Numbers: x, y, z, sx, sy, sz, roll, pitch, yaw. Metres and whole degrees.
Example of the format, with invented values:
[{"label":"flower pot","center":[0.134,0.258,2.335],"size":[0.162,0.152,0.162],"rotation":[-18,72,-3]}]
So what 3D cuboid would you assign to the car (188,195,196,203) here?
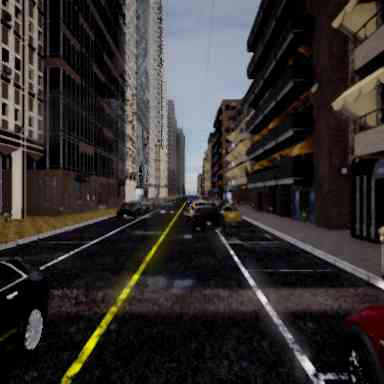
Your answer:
[{"label":"car","center":[0.017,1.560,75.485],"size":[1.882,1.535,5.008],"rotation":[0,0,0]}]

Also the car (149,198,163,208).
[{"label":"car","center":[-5.679,1.660,52.958],"size":[1.752,1.417,4.829],"rotation":[0,0,0]}]

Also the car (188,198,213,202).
[{"label":"car","center":[0.794,1.549,29.949],"size":[1.882,1.535,5.008],"rotation":[0,0,0]}]

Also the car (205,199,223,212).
[{"label":"car","center":[2.700,1.653,41.830],"size":[2.008,1.369,4.403],"rotation":[0,0,0]}]

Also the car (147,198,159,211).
[{"label":"car","center":[-5.680,1.653,41.831],"size":[2.008,1.369,4.403],"rotation":[0,0,0]}]

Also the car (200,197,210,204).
[{"label":"car","center":[2.705,1.767,70.072],"size":[1.802,1.307,4.206],"rotation":[0,0,0]}]

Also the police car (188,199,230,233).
[{"label":"police car","center":[0.905,1.471,20.057],"size":[1.930,1.638,5.238],"rotation":[0,0,0]}]

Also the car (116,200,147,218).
[{"label":"car","center":[-5.683,1.638,30.534],"size":[1.947,1.339,4.313],"rotation":[0,0,0]}]

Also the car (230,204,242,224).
[{"label":"car","center":[2.697,1.583,25.054],"size":[1.752,1.417,4.829],"rotation":[0,0,0]}]

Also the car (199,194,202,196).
[{"label":"car","center":[2.704,1.483,64.424],"size":[2.192,1.841,5.009],"rotation":[0,0,0]}]

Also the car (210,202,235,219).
[{"label":"car","center":[2.698,1.638,30.533],"size":[1.947,1.339,4.313],"rotation":[0,0,0]}]

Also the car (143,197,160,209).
[{"label":"car","center":[-5.680,1.559,47.481],"size":[1.967,1.590,4.097],"rotation":[0,0,0]}]

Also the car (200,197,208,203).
[{"label":"car","center":[2.706,1.784,75.721],"size":[1.802,1.307,4.206],"rotation":[0,0,0]}]

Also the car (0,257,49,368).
[{"label":"car","center":[-3.098,1.512,3.236],"size":[1.837,1.490,4.892],"rotation":[0,0,0]}]

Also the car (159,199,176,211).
[{"label":"car","center":[-3.079,1.655,43.841],"size":[2.033,1.411,5.357],"rotation":[0,0,0]}]

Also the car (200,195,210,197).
[{"label":"car","center":[2.702,1.575,53.126],"size":[1.967,1.590,4.097],"rotation":[0,0,0]}]

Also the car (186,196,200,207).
[{"label":"car","center":[0.013,1.742,55.170],"size":[1.895,1.301,4.718],"rotation":[0,0,0]}]

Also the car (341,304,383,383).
[{"label":"car","center":[2.692,1.445,2.290],"size":[1.967,1.590,4.097],"rotation":[0,0,0]}]
